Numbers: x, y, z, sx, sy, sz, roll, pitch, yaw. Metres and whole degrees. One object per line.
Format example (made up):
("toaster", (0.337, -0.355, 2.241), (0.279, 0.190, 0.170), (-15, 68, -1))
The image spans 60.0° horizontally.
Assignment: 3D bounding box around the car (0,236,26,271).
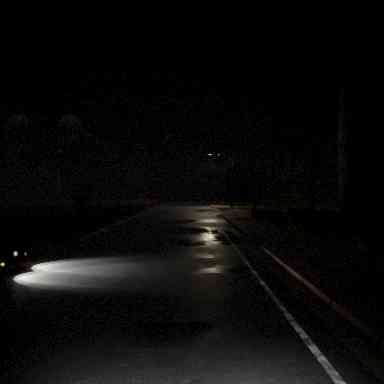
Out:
("car", (-6.954, 1.568, 9.197), (4.181, 1.385, 1.994), (0, 0, -6))
